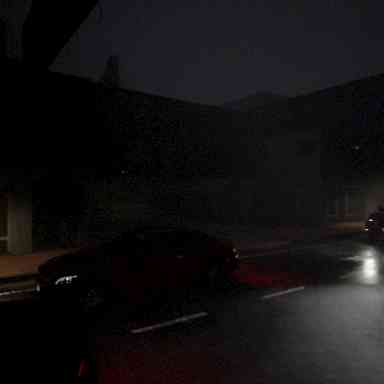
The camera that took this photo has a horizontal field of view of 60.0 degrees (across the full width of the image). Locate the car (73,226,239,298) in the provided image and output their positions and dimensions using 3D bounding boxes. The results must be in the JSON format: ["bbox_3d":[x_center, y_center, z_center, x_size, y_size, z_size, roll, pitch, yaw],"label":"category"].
[{"bbox_3d":[-0.978,1.540,7.590,4.674,1.442,1.812,1,0,-36],"label":"car"}]

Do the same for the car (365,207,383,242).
[{"bbox_3d":[10.536,1.292,15.836,5.566,2.045,2.150,1,0,-36],"label":"car"}]

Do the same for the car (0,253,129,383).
[{"bbox_3d":[-3.076,1.473,1.792,5.008,1.535,1.882,0,0,-36],"label":"car"}]
